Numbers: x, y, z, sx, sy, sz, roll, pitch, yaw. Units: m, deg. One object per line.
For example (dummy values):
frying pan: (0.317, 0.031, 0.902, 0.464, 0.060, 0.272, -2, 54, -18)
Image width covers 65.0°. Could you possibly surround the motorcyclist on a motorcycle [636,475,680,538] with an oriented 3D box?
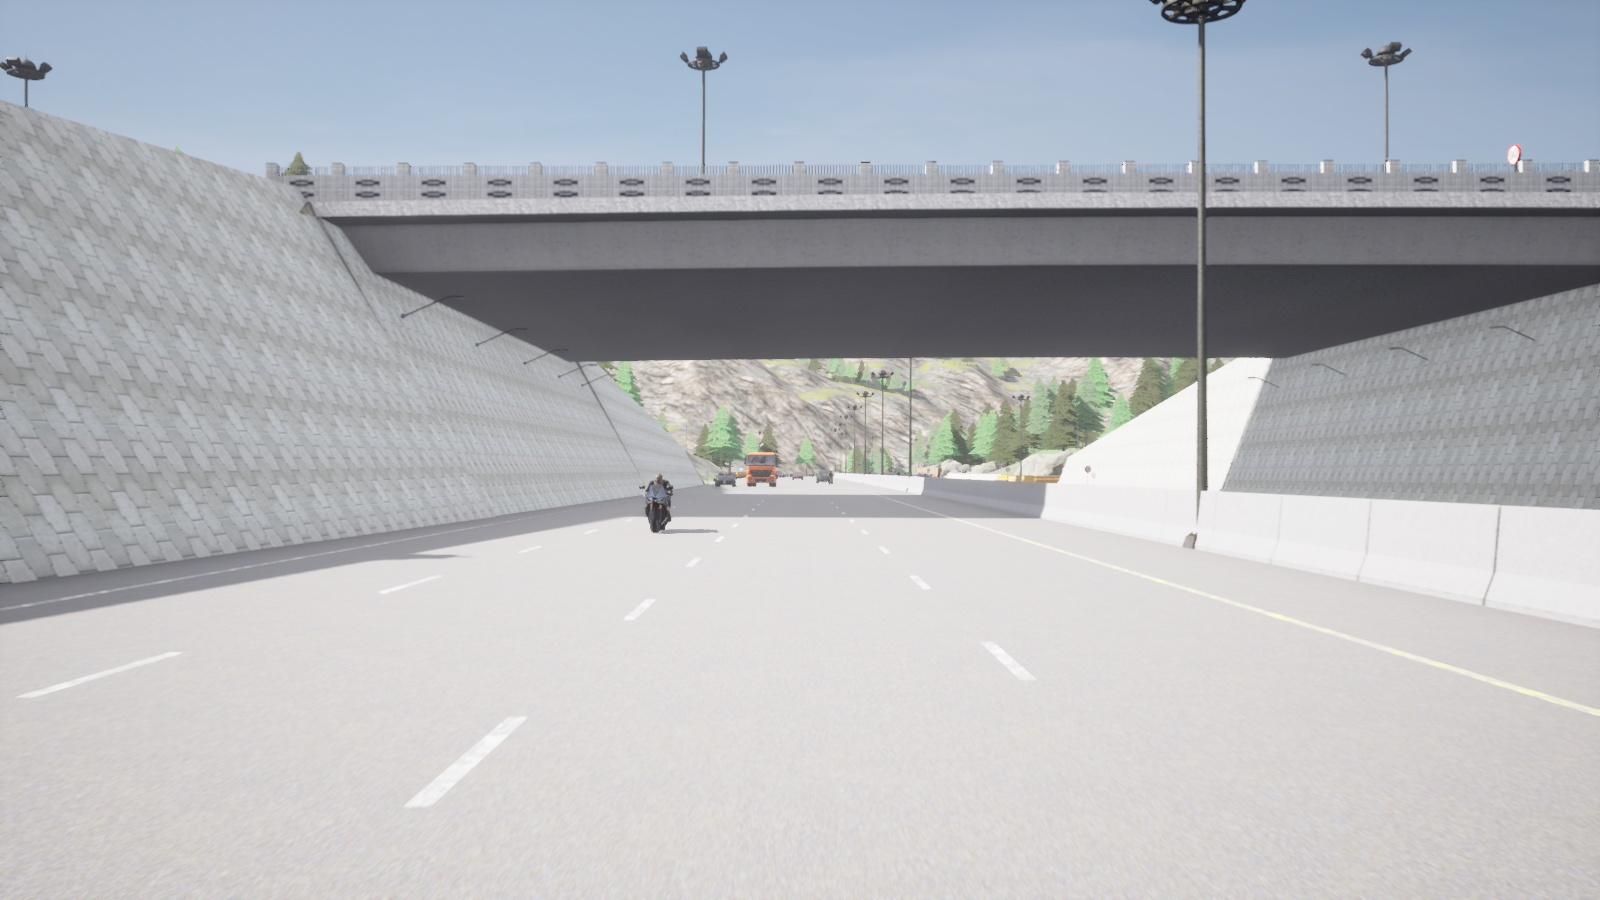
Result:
motorcyclist on a motorcycle: (-3.577, 1.400, 31.874, 0.866, 1.530, 2.191, 0, -1, 0)
